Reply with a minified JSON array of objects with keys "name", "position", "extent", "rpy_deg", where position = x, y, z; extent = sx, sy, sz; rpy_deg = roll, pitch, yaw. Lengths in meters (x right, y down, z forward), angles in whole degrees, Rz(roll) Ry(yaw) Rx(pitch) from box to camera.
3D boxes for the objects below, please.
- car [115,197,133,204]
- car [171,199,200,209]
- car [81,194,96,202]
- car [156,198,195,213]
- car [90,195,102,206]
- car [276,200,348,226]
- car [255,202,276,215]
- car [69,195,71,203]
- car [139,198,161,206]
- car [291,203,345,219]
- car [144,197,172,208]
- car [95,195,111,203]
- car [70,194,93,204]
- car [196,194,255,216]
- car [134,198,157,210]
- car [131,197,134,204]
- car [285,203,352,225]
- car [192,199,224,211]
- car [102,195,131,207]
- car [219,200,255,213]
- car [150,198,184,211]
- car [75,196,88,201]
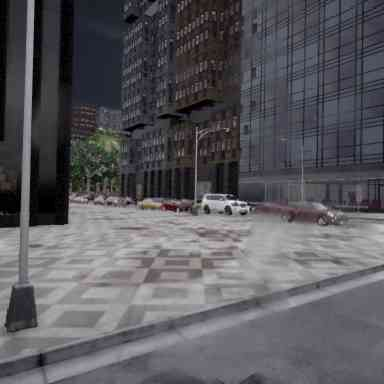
[{"name":"car","position":[-13.747,1.736,66.975],"extent":[1.947,1.339,4.313],"rpy_deg":[2,-1,-35]},{"name":"car","position":[-1.007,1.718,49.103],"extent":[2.008,1.369,4.403],"rpy_deg":[2,-1,-35]},{"name":"car","position":[-26.482,1.484,84.849],"extent":[2.192,1.841,5.009],"rpy_deg":[2,-1,-35]},{"name":"car","position":[-1.579,1.482,35.225],"extent":[1.887,1.381,4.507],"rpy_deg":[2,-1,-35]},{"name":"car","position":[-14.322,1.529,53.098],"extent":[1.802,1.307,4.206],"rpy_deg":[2,-1,-35]},{"name":"car","position":[7.961,1.367,21.847],"extent":[1.967,1.590,4.097],"rpy_deg":[2,-1,-37]},{"name":"car","position":[8.547,1.740,35.700],"extent":[1.802,1.307,4.206],"rpy_deg":[2,-1,-35]},{"name":"car","position":[-23.876,1.386,66.507],"extent":[1.967,1.590,4.097],"rpy_deg":[2,-1,-35]},{"name":"car","position":[-7.377,1.722,58.040],"extent":[2.008,1.369,4.403],"rpy_deg":[2,-1,-35]},{"name":"car","position":[11.732,1.720,31.232],"extent":[1.947,1.339,4.313],"rpy_deg":[2,-1,-35]},{"name":"car","position":[-5.172,1.589,50.263],"extent":[2.128,1.511,4.902],"rpy_deg":[2,-1,-35]},{"name":"car","position":[-20.290,1.513,75.515],"extent":[2.097,1.767,4.553],"rpy_deg":[2,-1,-35]},{"name":"car","position":[-20.593,1.472,61.898],"extent":[1.752,1.417,4.829],"rpy_deg":[2,-1,-35]},{"name":"car","position":[3.204,1.226,33.117],"extent":[2.150,2.045,5.566],"rpy_deg":[2,-1,-35]},{"name":"car","position":[-4.666,1.466,39.555],"extent":[1.752,1.417,4.829],"rpy_deg":[2,-1,-35]},{"name":"car","position":[-11.245,1.624,58.709],"extent":[1.812,1.442,4.674],"rpy_deg":[2,-1,-35]},{"name":"car","position":[9.259,1.562,24.604],"extent":[1.994,1.385,4.181],"rpy_deg":[2,-1,-36]},{"name":"car","position":[2.080,1.690,44.774],"extent":[1.752,1.417,4.829],"rpy_deg":[2,-1,-35]},{"name":"car","position":[-11.134,1.386,48.632],"extent":[1.967,1.590,4.097],"rpy_deg":[2,-1,-35]},{"name":"car","position":[5.363,1.727,40.167],"extent":[1.947,1.339,4.313],"rpy_deg":[2,-1,-35]},{"name":"car","position":[-3.233,1.504,42.158],"extent":[2.128,1.511,4.902],"rpy_deg":[2,-1,-35]},{"name":"car","position":[-29.770,1.694,89.452],"extent":[1.752,1.417,4.829],"rpy_deg":[2,-1,-35]}]
